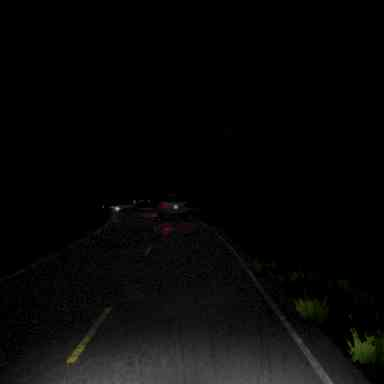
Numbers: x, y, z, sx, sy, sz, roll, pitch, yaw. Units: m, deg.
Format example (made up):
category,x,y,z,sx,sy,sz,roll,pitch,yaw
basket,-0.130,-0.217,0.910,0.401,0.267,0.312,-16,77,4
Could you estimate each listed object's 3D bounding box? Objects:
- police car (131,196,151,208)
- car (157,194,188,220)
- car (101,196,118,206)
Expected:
category,x,y,z,sx,sy,sz,roll,pitch,yaw
police car,-7.339,1.403,47.451,2.038,1.542,4.974,0,0,-22
car,-1.683,1.166,27.739,2.150,2.045,5.566,0,0,-10
car,-12.640,1.401,50.972,1.837,1.490,4.892,0,0,-26
